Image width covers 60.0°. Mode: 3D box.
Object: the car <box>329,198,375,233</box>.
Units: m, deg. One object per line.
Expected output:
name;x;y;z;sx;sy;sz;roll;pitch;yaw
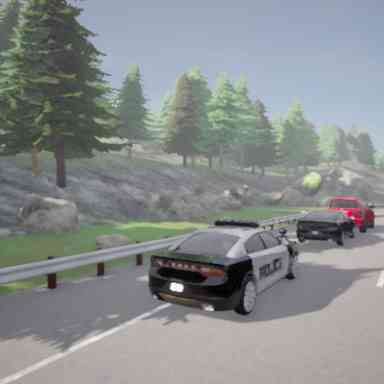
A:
car;10.117;1.371;21.107;2.150;2.045;5.566;0;0;36

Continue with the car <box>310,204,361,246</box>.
car;6.647;1.590;16.190;1.882;1.535;5.008;0;0;35

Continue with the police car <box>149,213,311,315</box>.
police car;1.145;1.481;7.997;1.930;1.638;5.238;0;0;33
